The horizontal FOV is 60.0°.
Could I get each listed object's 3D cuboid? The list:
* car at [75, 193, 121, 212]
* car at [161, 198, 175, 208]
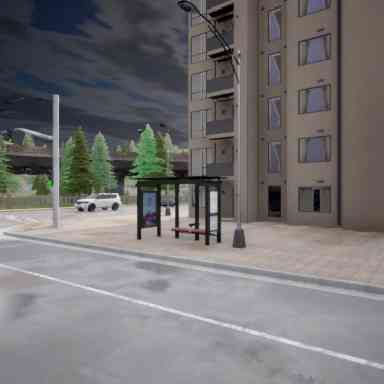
[{"bbox_3d":[-10.742,1.166,38.486,2.150,2.045,5.566,0,0,37],"label":"car"},{"bbox_3d":[-4.240,1.492,46.452,2.033,1.411,5.357,0,0,44],"label":"car"}]
